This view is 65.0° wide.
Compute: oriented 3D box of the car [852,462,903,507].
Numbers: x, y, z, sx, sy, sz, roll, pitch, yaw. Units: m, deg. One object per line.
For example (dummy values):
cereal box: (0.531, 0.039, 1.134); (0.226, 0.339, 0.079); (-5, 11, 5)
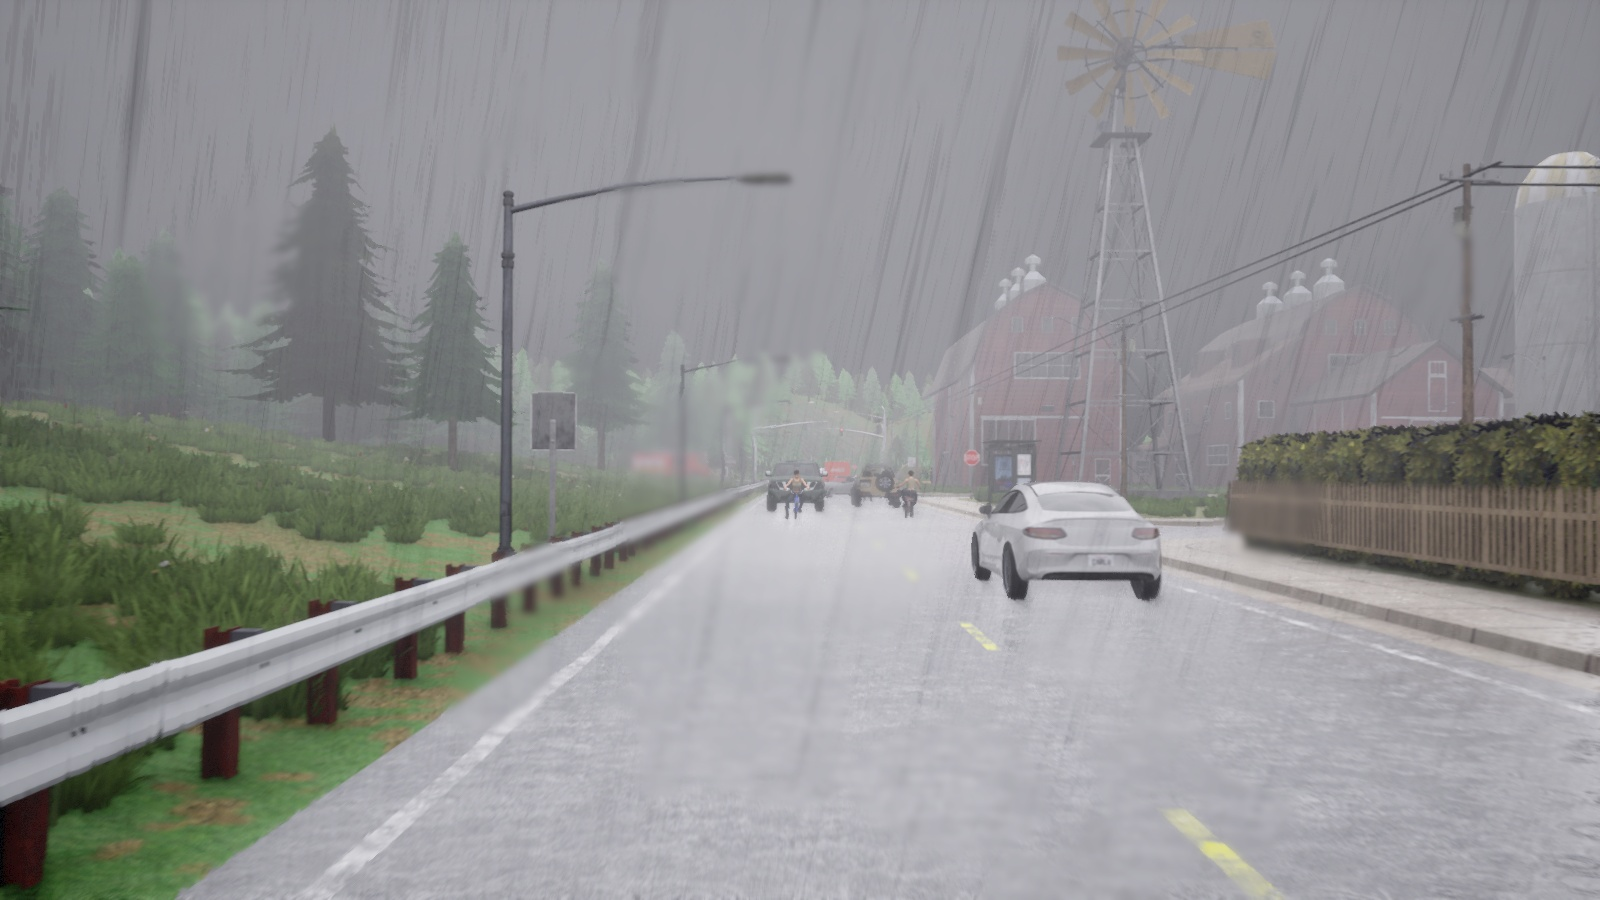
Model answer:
car: (3.365, 1.559, 55.186); (1.932, 1.855, 4.605); (0, -3, 0)

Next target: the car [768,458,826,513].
car: (-0.121, 1.389, 49.787); (2.150, 2.045, 5.566); (0, -1, 0)

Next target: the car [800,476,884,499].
car: (2.515, 2.185, 74.550); (4.718, 1.301, 1.895); (0, -1, -33)

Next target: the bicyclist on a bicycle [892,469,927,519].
bicyclist on a bicycle: (3.644, 1.458, 42.003); (0.866, 1.612, 1.509); (1, -1, -5)

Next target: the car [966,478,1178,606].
car: (3.459, 1.117, 16.874); (1.812, 1.442, 4.674); (0, -1, 0)
